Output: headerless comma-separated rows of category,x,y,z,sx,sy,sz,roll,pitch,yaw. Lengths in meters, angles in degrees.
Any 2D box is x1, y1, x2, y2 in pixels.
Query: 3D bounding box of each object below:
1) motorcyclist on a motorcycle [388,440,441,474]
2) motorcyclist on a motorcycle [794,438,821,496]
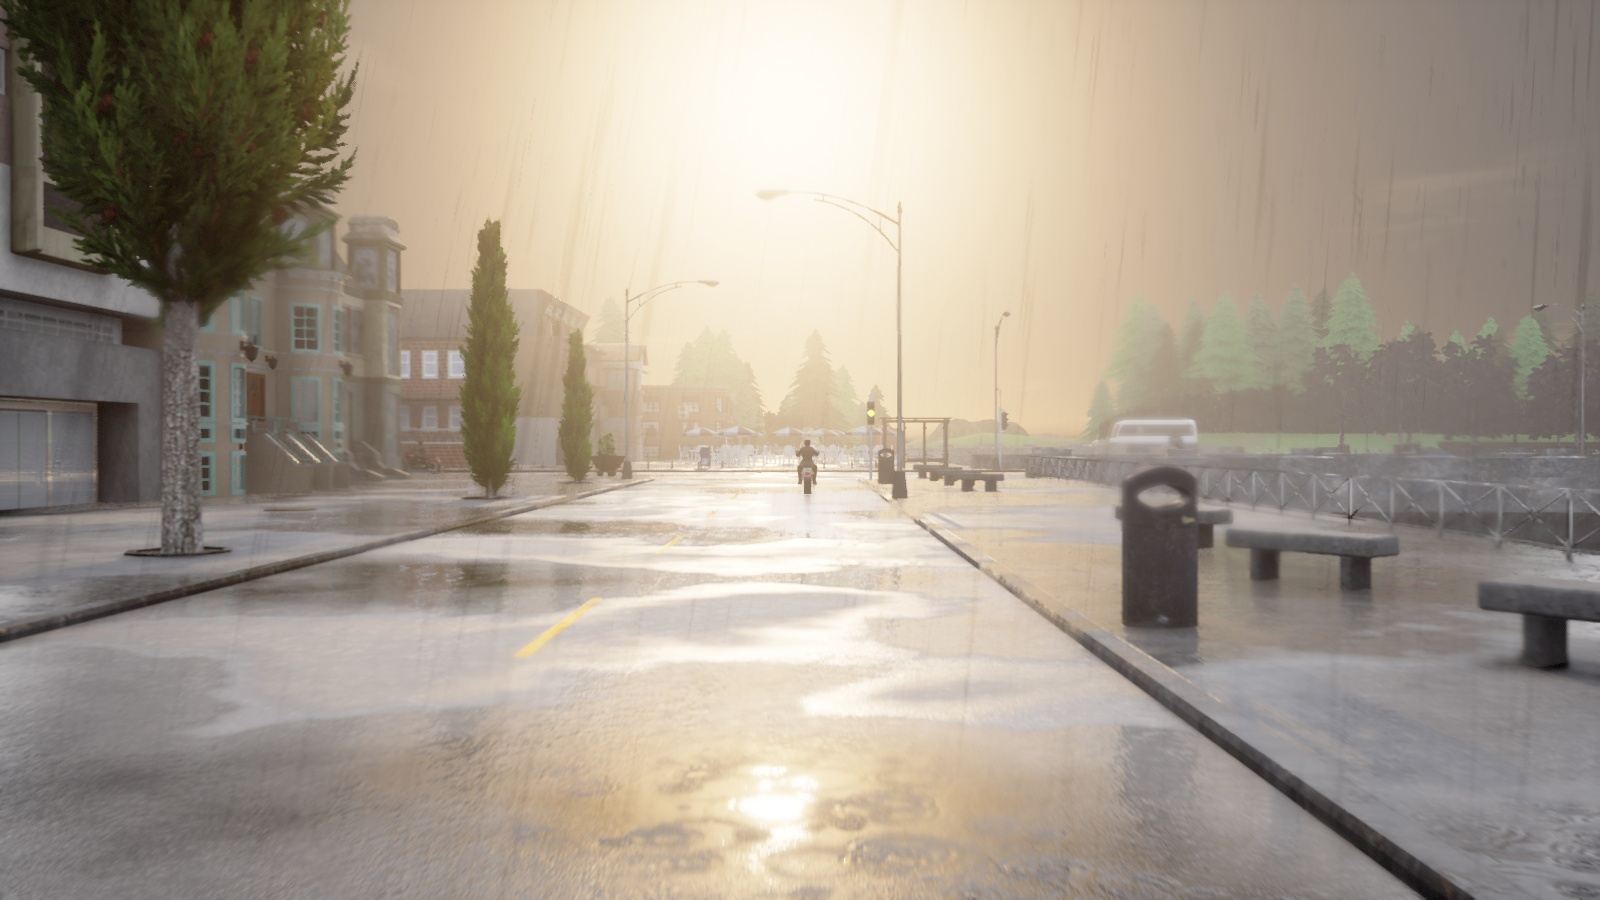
motorcyclist on a motorcycle,-18.951,0.334,61.735,2.350,1.649,0.766,0,0,0
motorcyclist on a motorcycle,0.223,0.486,37.410,0.766,1.649,2.350,0,0,0
